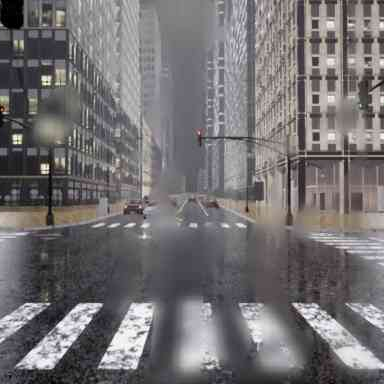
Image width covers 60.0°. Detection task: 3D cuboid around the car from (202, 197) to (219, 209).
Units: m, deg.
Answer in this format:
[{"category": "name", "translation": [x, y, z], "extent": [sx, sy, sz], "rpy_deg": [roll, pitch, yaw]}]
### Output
[{"category": "car", "translation": [2.702, 1.599, 44.916], "extent": [1.802, 1.307, 4.206], "rpy_deg": [1, 0, 0]}]

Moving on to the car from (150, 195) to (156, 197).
[{"category": "car", "translation": [-5.673, 1.332, 44.854], "extent": [2.192, 1.841, 5.009], "rpy_deg": [1, 0, 0]}]

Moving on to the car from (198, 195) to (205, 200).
[{"category": "car", "translation": [2.702, 1.582, 95.112], "extent": [1.887, 1.381, 4.507], "rpy_deg": [1, 0, 0]}]

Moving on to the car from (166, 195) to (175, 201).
[{"category": "car", "translation": [-5.678, 1.586, 89.455], "extent": [2.008, 1.369, 4.403], "rpy_deg": [1, 0, 0]}]

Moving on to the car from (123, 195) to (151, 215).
[{"category": "car", "translation": [-5.675, 1.452, 33.704], "extent": [1.967, 1.590, 4.097], "rpy_deg": [1, 0, 0]}]

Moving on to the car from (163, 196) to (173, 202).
[{"category": "car", "translation": [-5.678, 1.581, 78.305], "extent": [2.008, 1.369, 4.403], "rpy_deg": [1, 0, 0]}]

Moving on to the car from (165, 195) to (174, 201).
[{"category": "car", "translation": [-5.678, 1.577, 83.880], "extent": [1.887, 1.381, 4.507], "rpy_deg": [1, 0, 0]}]

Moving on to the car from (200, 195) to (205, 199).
[{"category": "car", "translation": [2.704, 1.546, 56.242], "extent": [1.752, 1.417, 4.829], "rpy_deg": [1, 0, 0]}]

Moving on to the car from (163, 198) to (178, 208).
[{"category": "car", "translation": [-3.094, 1.619, 49.134], "extent": [1.895, 1.301, 4.718], "rpy_deg": [0, 0, 0]}]

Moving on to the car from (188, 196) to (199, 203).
[{"category": "car", "translation": [0.082, 1.573, 70.418], "extent": [2.033, 1.411, 5.357], "rpy_deg": [0, 0, 0]}]

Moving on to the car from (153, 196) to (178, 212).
[{"category": "car", "translation": [-3.101, 1.562, 38.841], "extent": [2.033, 1.411, 5.357], "rpy_deg": [0, 0, 0]}]

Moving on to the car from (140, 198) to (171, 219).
[{"category": "car", "translation": [-3.105, 1.536, 29.176], "extent": [1.812, 1.442, 4.674], "rpy_deg": [0, 0, 0]}]

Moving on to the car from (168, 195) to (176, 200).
[{"category": "car", "translation": [-5.679, 1.603, 95.030], "extent": [1.947, 1.339, 4.313], "rpy_deg": [1, 0, 0]}]

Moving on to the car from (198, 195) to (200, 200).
[{"category": "car", "translation": [2.702, 1.589, 61.649], "extent": [1.947, 1.339, 4.313], "rpy_deg": [1, 0, 0]}]
